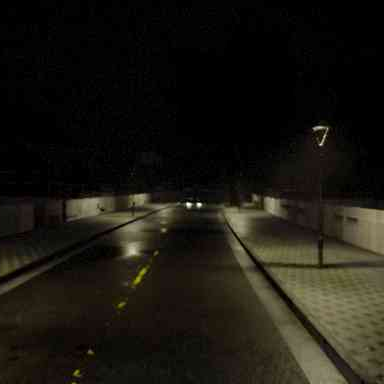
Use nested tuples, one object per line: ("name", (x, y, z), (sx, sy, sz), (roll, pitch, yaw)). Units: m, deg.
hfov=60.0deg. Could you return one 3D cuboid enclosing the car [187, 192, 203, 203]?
("car", (0.480, 0.778, 52.664), (2.097, 1.767, 4.553), (0, 1, 7))
